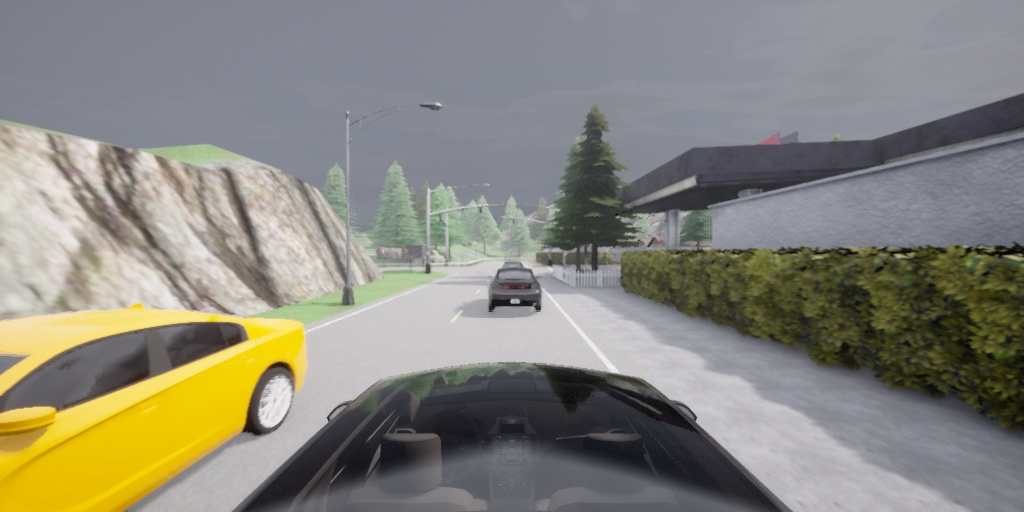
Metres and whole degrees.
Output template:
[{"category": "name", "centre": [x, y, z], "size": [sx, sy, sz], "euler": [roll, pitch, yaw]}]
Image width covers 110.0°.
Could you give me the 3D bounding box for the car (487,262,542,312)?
[{"category": "car", "centre": [0.097, 1.154, 13.690], "size": [1.837, 1.490, 4.892], "euler": [0, 1, 0]}]

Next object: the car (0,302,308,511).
[{"category": "car", "centre": [-3.601, 1.220, 2.617], "size": [1.882, 1.535, 5.008], "euler": [0, 0, 0]}]
